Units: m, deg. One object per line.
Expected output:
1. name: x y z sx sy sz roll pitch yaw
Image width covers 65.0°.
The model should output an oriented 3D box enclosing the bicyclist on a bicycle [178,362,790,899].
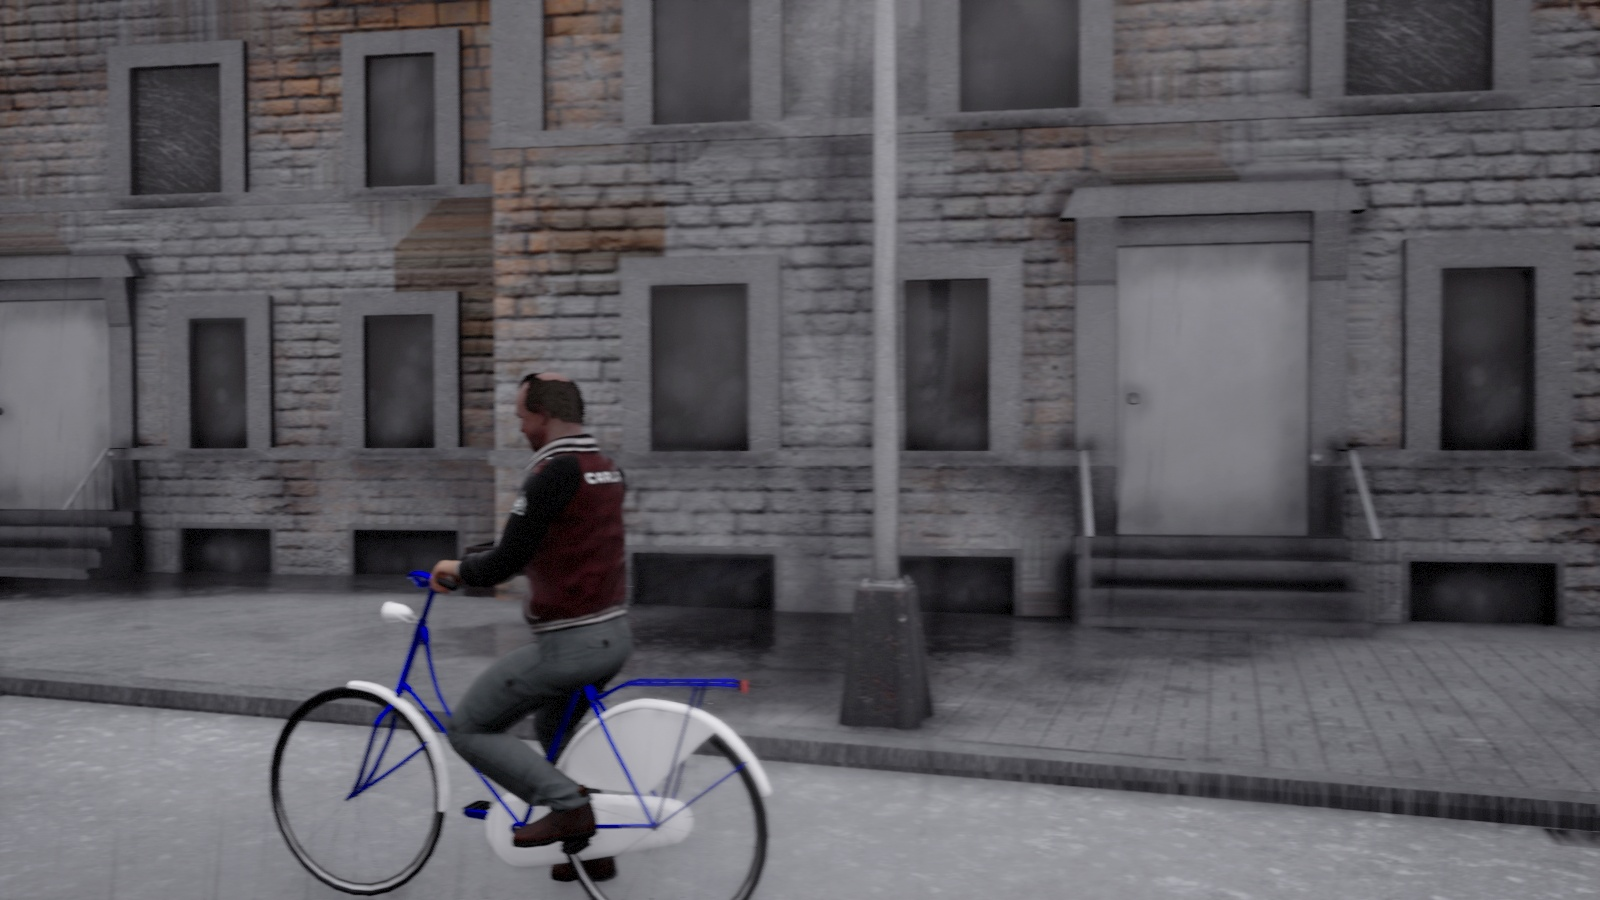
1. bicyclist on a bicycle: -1.022 0.628 4.060 1.843 1.776 0.659 1 1 19
